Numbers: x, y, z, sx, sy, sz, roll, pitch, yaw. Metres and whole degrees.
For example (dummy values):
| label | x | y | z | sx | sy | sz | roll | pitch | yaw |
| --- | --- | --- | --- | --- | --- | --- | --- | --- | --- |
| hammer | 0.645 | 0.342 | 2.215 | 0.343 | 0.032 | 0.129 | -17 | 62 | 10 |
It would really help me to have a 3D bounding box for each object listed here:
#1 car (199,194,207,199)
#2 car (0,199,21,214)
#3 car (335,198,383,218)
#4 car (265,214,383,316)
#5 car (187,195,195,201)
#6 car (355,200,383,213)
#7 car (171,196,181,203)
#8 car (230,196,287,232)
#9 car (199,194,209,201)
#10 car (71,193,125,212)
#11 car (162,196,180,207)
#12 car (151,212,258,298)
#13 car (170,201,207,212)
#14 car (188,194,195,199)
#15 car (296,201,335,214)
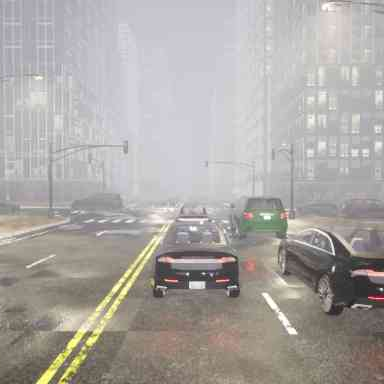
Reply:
| label | x | y | z | sx | sy | sz | roll | pitch | yaw |
| --- | --- | --- | --- | --- | --- | --- | --- | --- | --- |
| car | 3.009 | 1.294 | 91.278 | 1.994 | 1.385 | 4.181 | 0 | 0 | 0 |
| car | -19.481 | 1.408 | 33.186 | 4.181 | 1.385 | 1.994 | 1 | 1 | 1 |
| car | 16.121 | 1.519 | 30.106 | 5.009 | 1.841 | 2.192 | 1 | 0 | 1 |
| car | 3.328 | 1.488 | 7.493 | 2.128 | 1.511 | 4.902 | 0 | 0 | 0 |
| car | -0.213 | 1.457 | 80.853 | 2.033 | 1.411 | 5.357 | 0 | 0 | 0 |
| car | 21.708 | 1.642 | 38.407 | 4.829 | 1.417 | 1.752 | 1 | 0 | 1 |
| car | -3.437 | 1.493 | 70.617 | 1.994 | 1.385 | 4.181 | 0 | 0 | 0 |
| car | 3.304 | 1.213 | 17.335 | 2.150 | 2.045 | 5.566 | 0 | 0 | 0 |
| car | 3.036 | 1.513 | 81.306 | 1.895 | 1.301 | 4.718 | 0 | 0 | 0 |
| car | -10.167 | 1.098 | 36.224 | 5.566 | 2.045 | 2.150 | 1 | 1 | 1 |
| car | -3.478 | 1.455 | 51.380 | 2.128 | 1.511 | 4.902 | 0 | 0 | 0 |
| car | 0.078 | 1.488 | 8.502 | 2.128 | 1.511 | 4.902 | 0 | 0 | 0 |
| car | 0.053 | 1.482 | 17.687 | 2.128 | 1.511 | 4.902 | 0 | 0 | 0 |
| car | -0.241 | 1.337 | 91.300 | 1.895 | 1.301 | 4.718 | 0 | 0 | 0 |
| car | 13.506 | 1.649 | 36.016 | 4.181 | 1.385 | 1.994 | 1 | 1 | 3 |
